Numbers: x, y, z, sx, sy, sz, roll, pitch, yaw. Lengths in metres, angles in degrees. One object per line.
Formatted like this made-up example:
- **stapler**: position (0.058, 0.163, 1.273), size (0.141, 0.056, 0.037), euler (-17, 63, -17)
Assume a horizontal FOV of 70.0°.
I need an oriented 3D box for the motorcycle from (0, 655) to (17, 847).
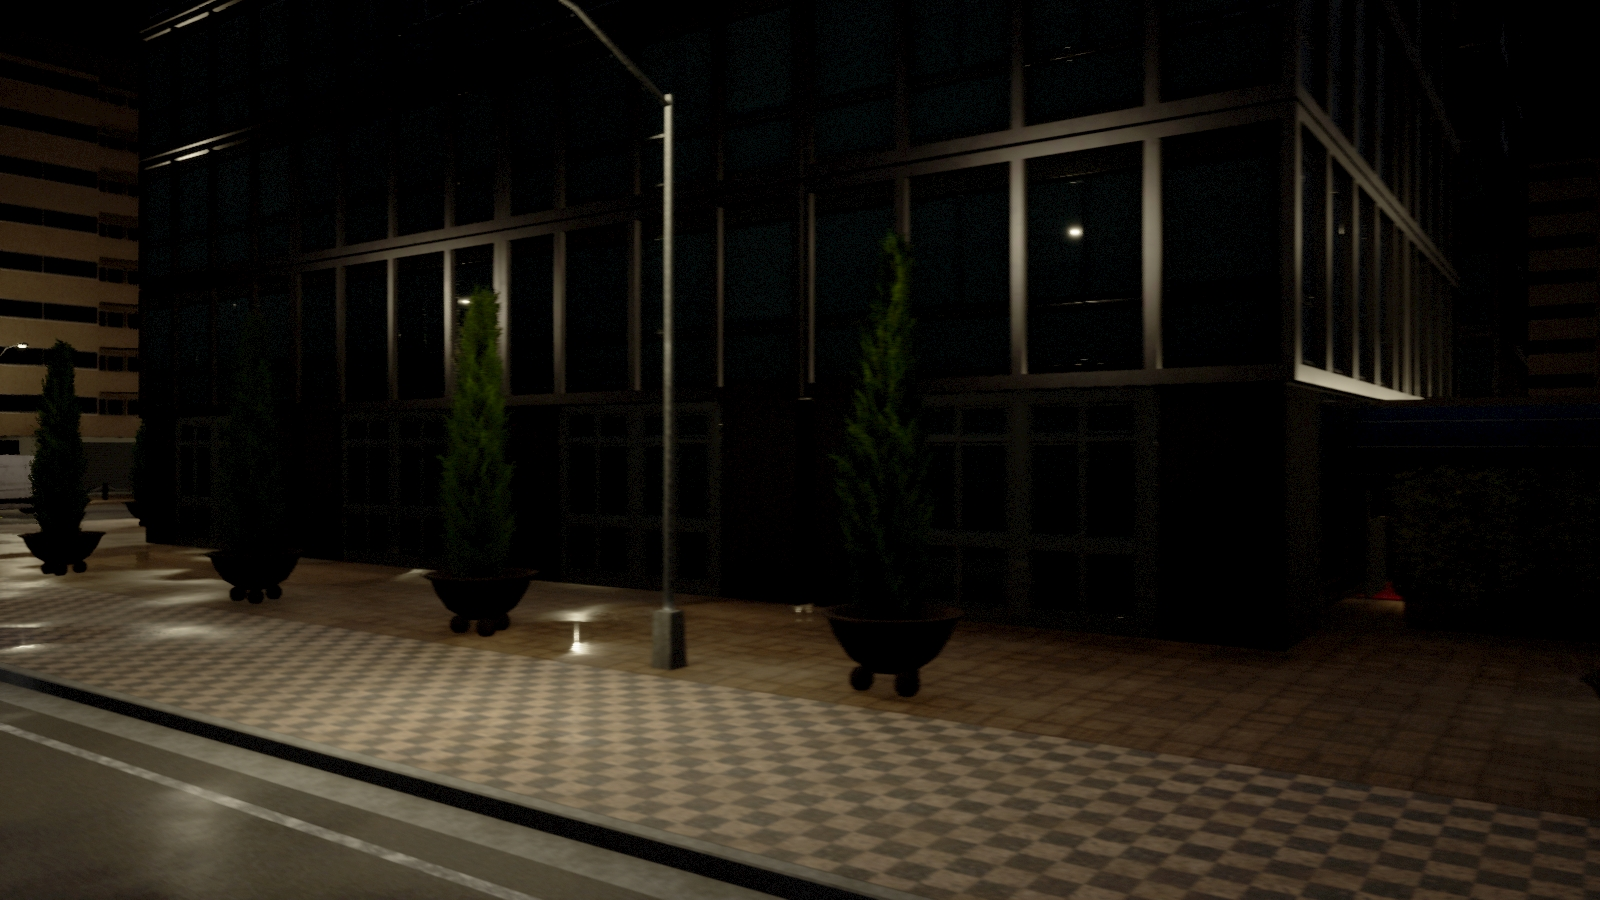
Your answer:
- **motorcycle**: position (-6.778, 2.155, 8.529), size (2.356, 1.307, 0.764), euler (0, 0, 35)
